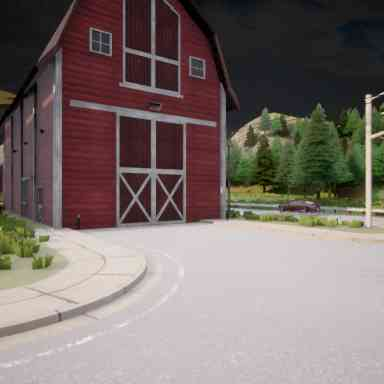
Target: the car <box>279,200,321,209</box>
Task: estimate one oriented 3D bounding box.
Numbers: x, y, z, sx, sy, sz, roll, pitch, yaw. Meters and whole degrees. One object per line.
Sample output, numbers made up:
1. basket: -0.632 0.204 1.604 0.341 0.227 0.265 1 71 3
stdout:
1. car: 11.265 1.552 35.094 1.812 1.442 4.674 0 0 -35
